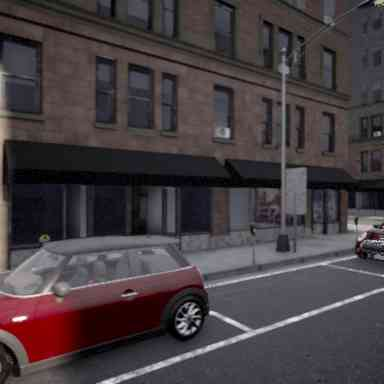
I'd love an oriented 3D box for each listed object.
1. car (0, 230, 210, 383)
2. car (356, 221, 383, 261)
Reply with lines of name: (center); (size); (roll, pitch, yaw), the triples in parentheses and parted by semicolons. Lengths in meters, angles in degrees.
car: (-1.779, 1.448, 4.918); (4.097, 1.590, 1.967); (0, 0, -36)
car: (7.470, 1.516, 11.522); (4.097, 1.590, 1.967); (0, 0, -36)
